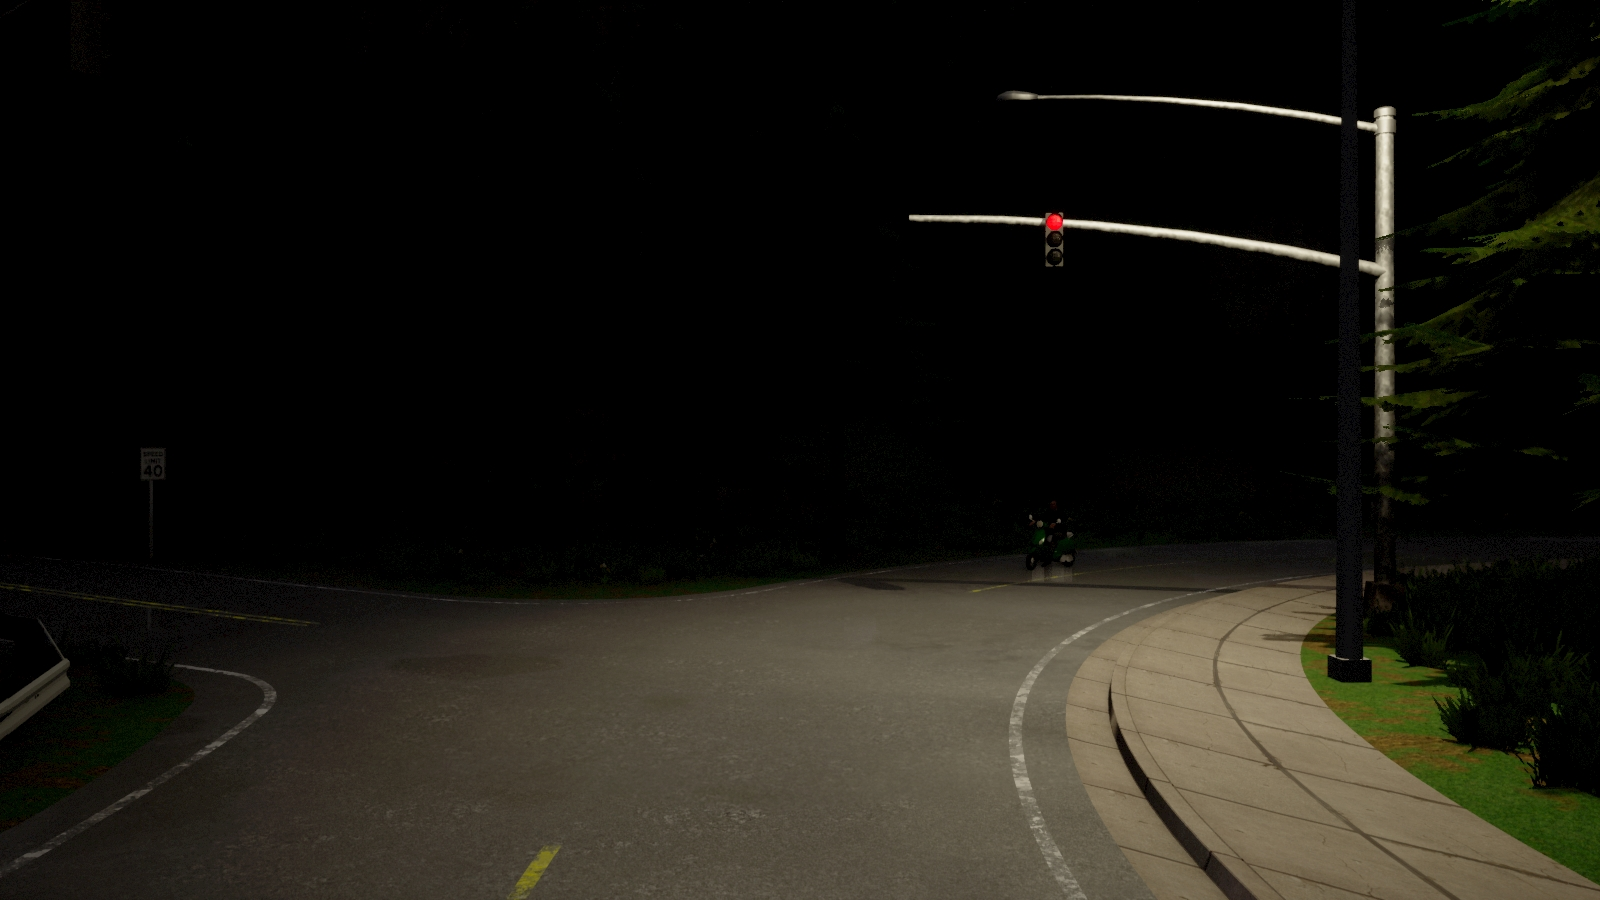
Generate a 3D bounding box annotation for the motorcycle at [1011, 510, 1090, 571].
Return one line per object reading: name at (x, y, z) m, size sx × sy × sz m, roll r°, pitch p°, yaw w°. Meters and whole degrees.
motorcycle at (5.937, 2.115, 27.011) m, size 1.805 × 1.316 × 0.856 m, roll 0°, pitch 0°, yaw -37°
